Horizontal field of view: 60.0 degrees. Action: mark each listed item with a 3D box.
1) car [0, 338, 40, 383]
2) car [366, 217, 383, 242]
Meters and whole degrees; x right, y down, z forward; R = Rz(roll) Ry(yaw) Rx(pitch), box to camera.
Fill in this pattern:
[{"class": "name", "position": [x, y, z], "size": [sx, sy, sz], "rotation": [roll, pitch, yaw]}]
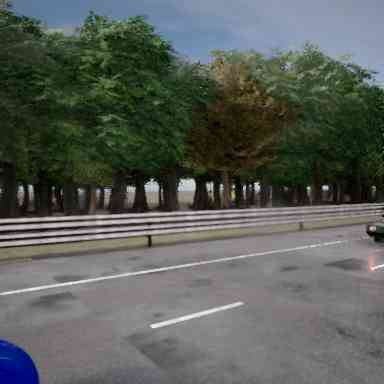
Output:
[{"class": "car", "position": [-3.330, 1.474, 1.369], "size": [5.008, 1.535, 1.882], "rotation": [0, 0, -36]}, {"class": "car", "position": [10.031, 1.613, 15.210], "size": [4.718, 1.301, 1.895], "rotation": [0, 0, -36]}]
